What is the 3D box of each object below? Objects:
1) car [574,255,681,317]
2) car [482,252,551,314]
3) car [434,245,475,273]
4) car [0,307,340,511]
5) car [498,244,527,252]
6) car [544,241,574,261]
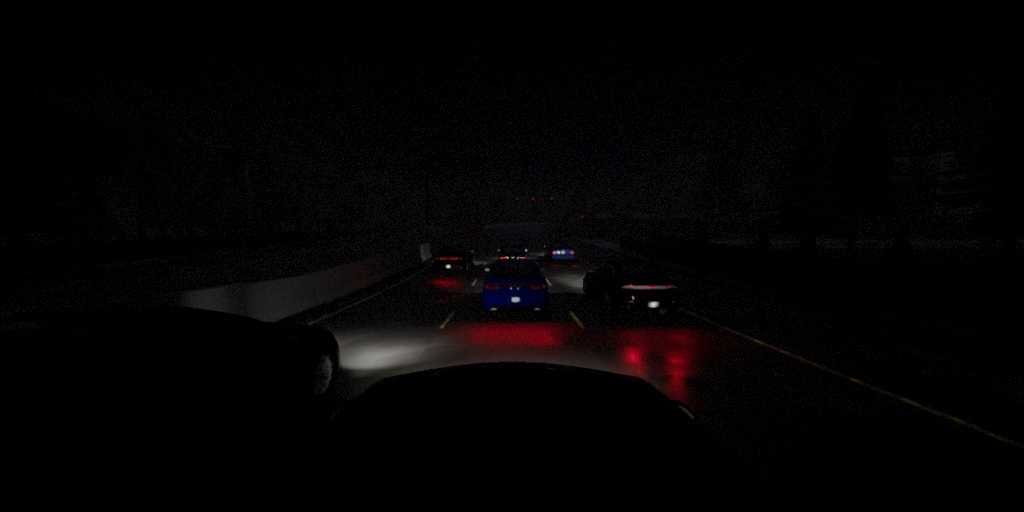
[{"bbox_3d":[3.590,0.877,11.515,2.128,1.511,4.902,0,3,0],"label":"car"},{"bbox_3d":[0.089,0.842,11.869,1.882,1.535,5.008,0,3,0],"label":"car"},{"bbox_3d":[-3.451,0.075,21.767,1.837,1.490,4.892,0,6,0],"label":"car"},{"bbox_3d":[-3.400,1.225,3.246,1.837,1.490,4.892,0,1,0],"label":"car"},{"bbox_3d":[0.040,-0.085,23.715,2.033,1.411,5.357,0,6,0],"label":"car"},{"bbox_3d":[3.524,-0.446,27.240,2.033,1.411,5.357,0,6,0],"label":"car"}]
